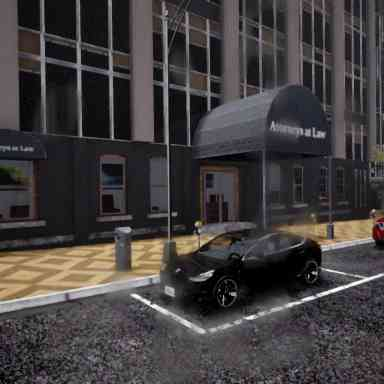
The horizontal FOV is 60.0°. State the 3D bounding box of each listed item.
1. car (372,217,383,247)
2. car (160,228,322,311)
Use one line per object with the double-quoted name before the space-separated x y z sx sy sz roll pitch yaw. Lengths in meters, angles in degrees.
"car" 9.590 1.310 13.987 5.009 1.841 2.192 0 -1 -37
"car" 1.309 1.564 7.792 4.313 1.339 1.947 0 -1 -37
